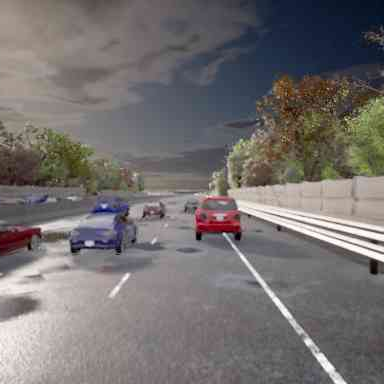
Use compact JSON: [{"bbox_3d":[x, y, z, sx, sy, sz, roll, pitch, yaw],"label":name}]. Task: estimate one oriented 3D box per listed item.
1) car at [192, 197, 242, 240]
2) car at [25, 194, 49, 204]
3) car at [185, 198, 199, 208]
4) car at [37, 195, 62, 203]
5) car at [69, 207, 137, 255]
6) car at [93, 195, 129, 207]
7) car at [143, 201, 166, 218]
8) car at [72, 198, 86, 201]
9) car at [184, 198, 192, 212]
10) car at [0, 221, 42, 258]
[{"bbox_3d":[1.225,1.248,17.240,2.150,2.045,5.566,0,0,0],"label":"car"},{"bbox_3d":[-24.541,1.318,53.283,2.150,2.045,5.566,0,0,1],"label":"car"},{"bbox_3d":[0.002,1.659,51.688,1.994,1.385,4.181,0,0,0],"label":"car"},{"bbox_3d":[-21.068,1.616,50.400,1.812,1.442,4.674,0,0,0],"label":"car"},{"bbox_3d":[-3.400,1.541,13.333,1.812,1.442,4.674,0,0,0],"label":"car"},{"bbox_3d":[-6.902,1.268,28.851,2.150,2.045,5.566,0,0,0],"label":"car"},{"bbox_3d":[-3.398,1.576,30.647,1.812,1.442,4.674,0,0,0],"label":"car"},{"bbox_3d":[-17.554,1.641,51.838,2.033,1.411,5.357,0,0,1],"label":"car"},{"bbox_3d":[0.038,1.561,39.778,2.128,1.511,4.902,0,0,1],"label":"car"},{"bbox_3d":[-6.900,1.612,11.185,1.895,1.301,4.718,0,0,0],"label":"car"}]
